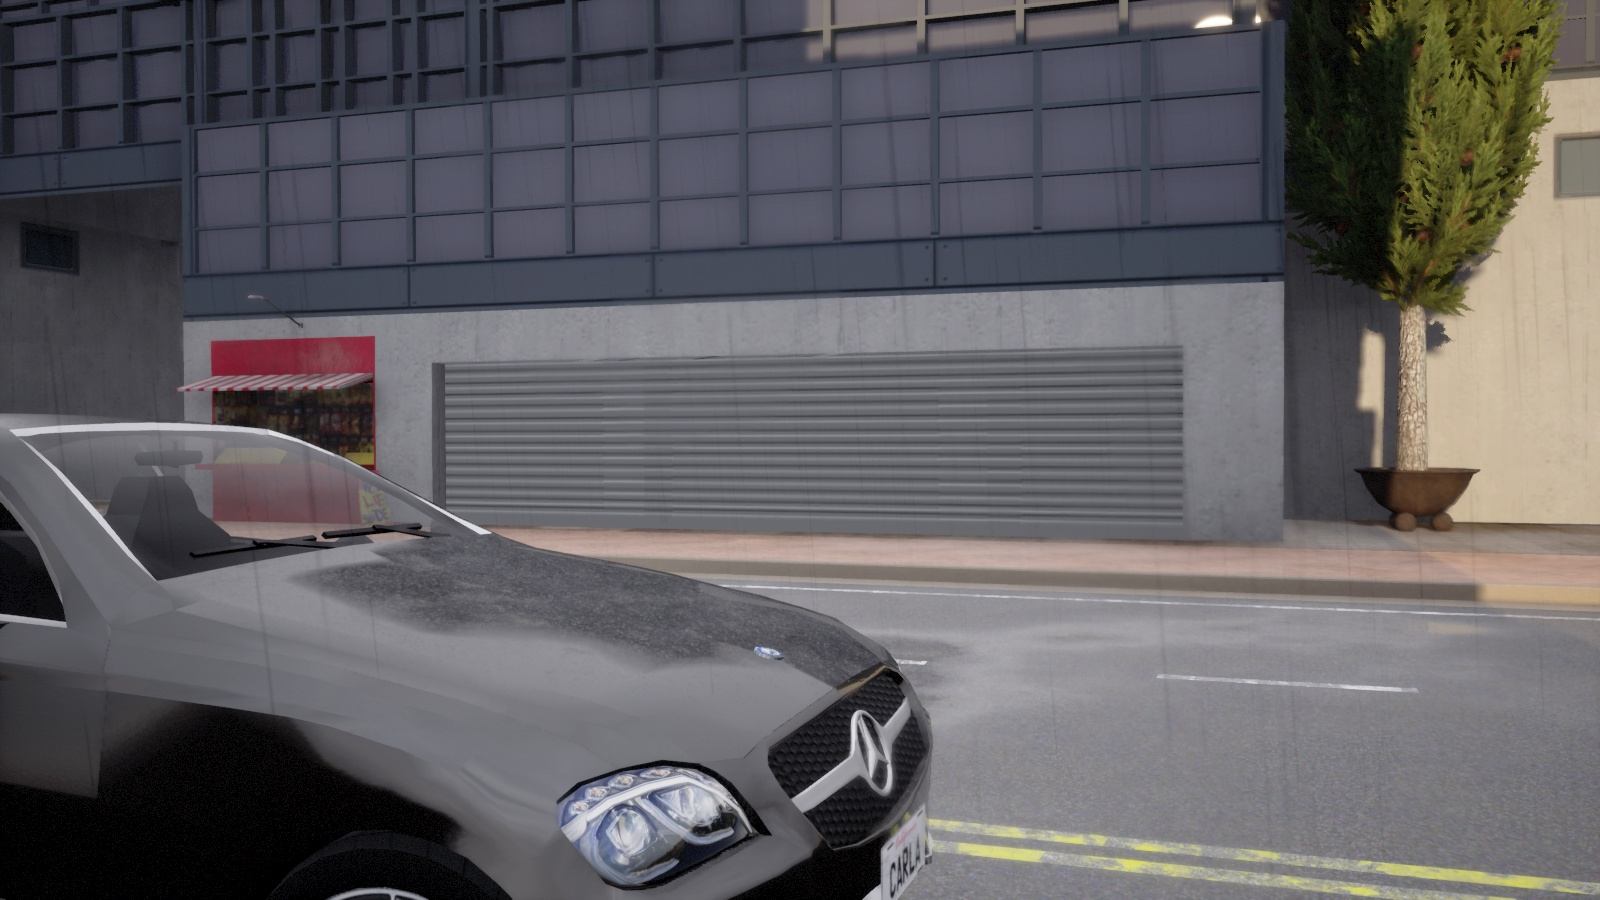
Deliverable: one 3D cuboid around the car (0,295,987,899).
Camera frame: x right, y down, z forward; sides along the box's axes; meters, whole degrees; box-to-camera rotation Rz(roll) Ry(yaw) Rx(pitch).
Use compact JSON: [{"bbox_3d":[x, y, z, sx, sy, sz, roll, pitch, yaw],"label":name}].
[{"bbox_3d":[-2.120,0.535,3.904,5.027,1.651,2.152,1,1,19],"label":"car"}]
